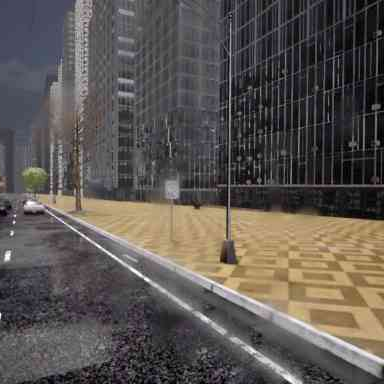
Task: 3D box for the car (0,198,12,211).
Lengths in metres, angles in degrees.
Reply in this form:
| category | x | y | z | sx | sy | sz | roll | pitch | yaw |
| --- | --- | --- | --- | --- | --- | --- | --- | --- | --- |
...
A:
| category | x | y | z | sx | sy | sz | roll | pitch | yaw |
| --- | --- | --- | --- | --- | --- | --- | --- | --- | --- |
| car | -23.795 | 1.542 | 41.734 | 1.994 | 1.385 | 4.181 | 0 | 0 | -27 |

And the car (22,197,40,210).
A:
| category | x | y | z | sx | sy | sz | roll | pitch | yaw |
| --- | --- | --- | --- | --- | --- | --- | --- | --- | --- |
| car | -21.280 | 1.470 | 43.867 | 2.128 | 1.511 | 4.902 | 0 | 0 | -27 |

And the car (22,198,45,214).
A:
| category | x | y | z | sx | sy | sz | roll | pitch | yaw |
| --- | --- | --- | --- | --- | --- | --- | --- | --- | --- |
| car | -16.553 | 1.584 | 34.763 | 1.895 | 1.301 | 4.718 | 0 | 0 | -27 |

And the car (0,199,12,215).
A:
| category | x | y | z | sx | sy | sz | roll | pitch | yaw |
| --- | --- | --- | --- | --- | --- | --- | --- | --- | --- |
| car | -19.089 | 1.529 | 32.711 | 2.033 | 1.411 | 5.357 | 0 | 0 | -28 |
